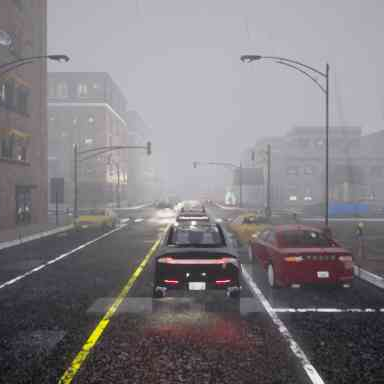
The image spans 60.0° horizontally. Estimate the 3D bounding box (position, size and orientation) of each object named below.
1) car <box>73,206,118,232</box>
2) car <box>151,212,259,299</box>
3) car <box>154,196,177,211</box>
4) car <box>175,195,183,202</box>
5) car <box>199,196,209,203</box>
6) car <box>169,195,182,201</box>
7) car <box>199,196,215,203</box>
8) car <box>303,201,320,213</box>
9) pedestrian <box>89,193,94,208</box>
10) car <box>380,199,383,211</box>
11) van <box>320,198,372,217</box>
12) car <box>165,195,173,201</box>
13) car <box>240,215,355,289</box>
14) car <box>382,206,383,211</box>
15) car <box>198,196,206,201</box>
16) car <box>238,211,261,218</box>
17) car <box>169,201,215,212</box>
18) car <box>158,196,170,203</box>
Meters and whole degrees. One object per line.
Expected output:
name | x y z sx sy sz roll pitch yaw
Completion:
car | -5.741 1.529 20.213 1.752 1.417 4.829 0 0 0
car | 0.084 1.491 8.459 2.128 1.511 4.902 0 0 0
car | -3.187 1.543 40.739 1.994 1.385 4.181 0 0 0
car | -3.179 1.579 80.675 1.812 1.442 4.674 0 0 0
car | 2.529 1.600 69.959 2.008 1.369 4.403 0 0 0
car | -3.210 1.519 54.377 2.128 1.511 4.902 0 0 0
car | 2.566 1.466 52.869 1.967 1.590 4.097 0 0 0
car | 14.582 1.599 36.979 4.181 1.385 1.994 0 0 -1
pedestrian | -12.725 1.083 42.248 0.375 1.860 0.375 0 0 -1
car | 25.398 1.572 39.675 4.829 1.417 1.752 0 0 -1
van | 14.589 1.415 31.190 3.998 1.788 1.690 0 0 -1
car | -5.890 1.603 86.848 1.752 1.417 4.829 0 0 0
car | 2.665 1.545 9.003 1.887 1.381 4.507 0 0 0
car | 22.384 1.625 33.844 5.357 1.411 2.033 0 0 -1
car | 2.491 1.629 87.049 2.008 1.369 4.403 -1 0 0
car | 2.652 1.527 14.870 1.752 1.417 4.829 0 0 0
car | 0.060 1.494 18.828 2.128 1.511 4.902 0 0 0
car | -5.851 1.600 69.928 2.008 1.369 4.403 0 0 0
